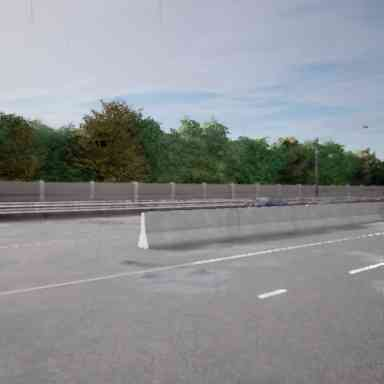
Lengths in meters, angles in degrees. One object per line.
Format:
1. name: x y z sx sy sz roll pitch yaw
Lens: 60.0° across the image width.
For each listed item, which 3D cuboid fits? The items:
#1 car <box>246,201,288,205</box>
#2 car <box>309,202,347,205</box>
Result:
1. car: 8.111 1.156 35.479 5.357 1.411 2.033 0 0 -36
2. car: 12.179 1.105 29.782 4.181 1.385 1.994 0 0 -36
